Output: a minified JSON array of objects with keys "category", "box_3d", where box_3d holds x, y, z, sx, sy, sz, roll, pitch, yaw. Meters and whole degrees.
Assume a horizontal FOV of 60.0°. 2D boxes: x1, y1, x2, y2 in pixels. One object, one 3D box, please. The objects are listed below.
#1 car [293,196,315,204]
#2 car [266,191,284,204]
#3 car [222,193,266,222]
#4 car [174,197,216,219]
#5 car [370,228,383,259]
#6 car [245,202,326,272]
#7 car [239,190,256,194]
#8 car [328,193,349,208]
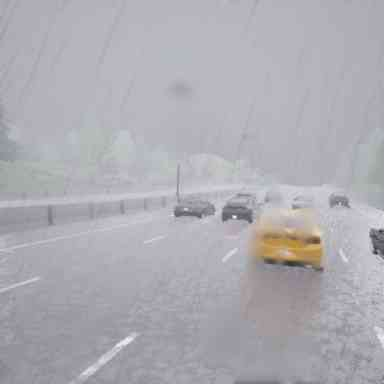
[{"category":"car","box_3d":[10.544,1.063,31.273,1.895,1.301,4.718,2,2,20]},{"category":"car","box_3d":[10.010,0.656,40.151,2.128,1.511,4.902,2,2,20]},{"category":"car","box_3d":[3.288,1.112,21.374,1.837,1.490,4.892,2,2,20]},{"category":"car","box_3d":[0.321,1.056,23.474,1.994,1.385,4.181,2,2,20]},{"category":"car","box_3d":[6.550,1.549,9.730,1.895,1.301,4.718,2,1,20]},{"category":"car","box_3d":[3.156,1.334,10.617,1.882,1.535,5.008,2,1,20]},{"category":"car","box_3d":[6.886,0.532,41.804,1.882,1.535,5.008,2,2,20]},{"category":"car","box_3d":[16.418,0.877,37.290,1.837,1.490,4.892,2,2,20]}]
